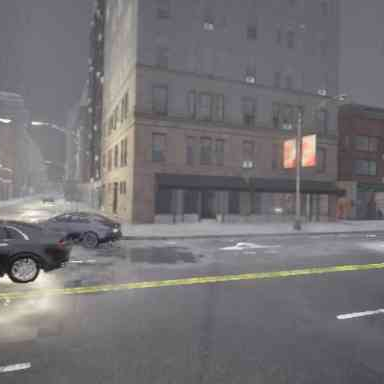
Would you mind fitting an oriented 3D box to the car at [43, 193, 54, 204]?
[{"bbox_3d":[-26.195,1.371,60.725,2.128,1.511,4.902,2,-1,-22],"label":"car"}]

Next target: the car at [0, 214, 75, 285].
[{"bbox_3d":[-5.612,1.430,8.226,4.892,1.490,1.837,2,0,-22],"label":"car"}]

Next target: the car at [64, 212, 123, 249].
[{"bbox_3d":[-5.115,1.547,14.359,4.181,1.385,1.994,1,0,14],"label":"car"}]
